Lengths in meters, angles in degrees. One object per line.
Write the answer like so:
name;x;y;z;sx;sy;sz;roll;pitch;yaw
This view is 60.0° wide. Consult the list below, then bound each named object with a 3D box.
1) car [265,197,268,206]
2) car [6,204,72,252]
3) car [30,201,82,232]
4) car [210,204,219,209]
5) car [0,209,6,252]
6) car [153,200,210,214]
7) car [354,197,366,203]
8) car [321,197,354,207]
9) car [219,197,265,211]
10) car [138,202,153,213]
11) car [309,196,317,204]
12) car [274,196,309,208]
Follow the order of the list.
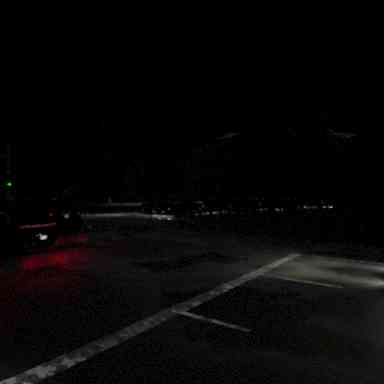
car;10.858;1.388;47.693;5.008;1.535;1.882;0;0;-35
car;-7.399;1.434;13.571;4.902;1.511;2.128;0;0;36
car;-8.211;1.278;18.448;4.553;1.767;2.097;0;0;35
car;3.324;1.376;41.797;5.008;1.535;1.882;0;0;-41
car;-7.970;1.170;9.679;5.566;2.045;2.150;0;0;36
car;-0.954;1.454;32.887;2.033;1.411;5.357;0;0;41
car;27.331;1.549;56.802;4.718;1.301;1.895;0;0;-22
car;21.865;1.509;50.299;4.181;1.385;1.994;0;0;-27
car;6.038;1.406;39.547;4.902;1.511;2.128;0;0;-40
car;-3.437;1.491;35.271;1.895;1.301;4.718;0;0;43
car;18.419;1.431;52.468;4.892;1.490;1.837;0;0;-29
car;13.373;1.453;45.204;4.674;1.442;1.812;0;0;-35
